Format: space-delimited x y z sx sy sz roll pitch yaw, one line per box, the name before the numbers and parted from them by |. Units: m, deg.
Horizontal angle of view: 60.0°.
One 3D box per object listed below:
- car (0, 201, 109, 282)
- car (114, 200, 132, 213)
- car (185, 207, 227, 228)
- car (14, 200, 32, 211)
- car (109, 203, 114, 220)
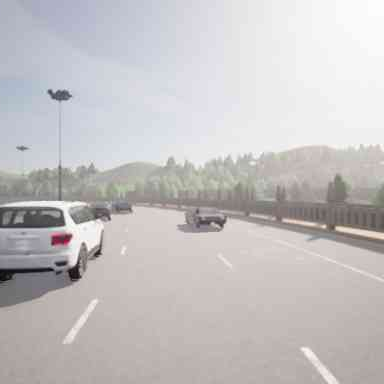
car | -4.118 1.282 10.198 2.150 2.045 5.566 0 0 -6
car | -8.566 1.692 40.327 2.128 1.511 4.902 0 0 -23
car | 0.811 1.689 22.856 1.895 1.301 4.718 0 0 -13
car | -24.348 1.904 47.821 1.895 1.301 4.718 0 0 -31
car | -8.295 1.662 29.632 1.837 1.490 4.892 0 0 -18
